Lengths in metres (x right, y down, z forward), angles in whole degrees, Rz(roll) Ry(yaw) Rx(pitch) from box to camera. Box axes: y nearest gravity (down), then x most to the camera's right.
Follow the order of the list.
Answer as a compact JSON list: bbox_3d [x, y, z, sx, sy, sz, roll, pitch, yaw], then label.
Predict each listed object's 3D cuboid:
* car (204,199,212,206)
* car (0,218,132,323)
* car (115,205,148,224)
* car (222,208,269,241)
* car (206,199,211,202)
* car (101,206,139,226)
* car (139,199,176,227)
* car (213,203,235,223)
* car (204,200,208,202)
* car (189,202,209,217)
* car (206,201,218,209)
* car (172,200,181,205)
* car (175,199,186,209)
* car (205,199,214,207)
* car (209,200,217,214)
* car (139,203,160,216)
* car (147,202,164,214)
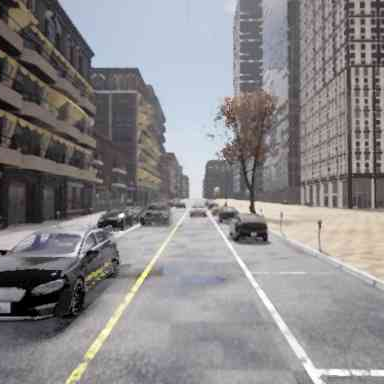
[{"bbox_3d":[4.051,2.582,84.770,1.967,1.590,4.097,1,-1,1],"label":"car"},{"bbox_3d":[-2.994,1.591,7.688,2.128,1.511,4.902,0,-1,1],"label":"car"},{"bbox_3d":[-5.228,1.933,29.221,2.008,1.369,4.403,1,-1,1],"label":"car"},{"bbox_3d":[2.972,1.792,17.947,2.008,1.369,4.403,1,-1,1],"label":"car"},{"bbox_3d":[3.600,2.314,56.927,2.008,1.369,4.403,1,-1,1],"label":"car"},{"bbox_3d":[-5.318,1.874,23.652,1.947,1.339,4.313,1,-1,1],"label":"car"},{"bbox_3d":[-2.703,1.693,25.970,2.097,1.767,4.553,0,-1,1],"label":"car"},{"bbox_3d":[3.151,1.940,29.084,2.008,1.369,4.403,1,-1,1],"label":"car"},{"bbox_3d":[0.852,2.188,48.050,2.033,1.411,5.357,0,-1,1],"label":"car"},{"bbox_3d":[0.690,2.105,37.865,1.895,1.301,4.718,0,-1,1],"label":"car"},{"bbox_3d":[3.690,2.390,62.494,2.008,1.369,4.403,1,-1,1],"label":"car"},{"bbox_3d":[-4.240,2.763,90.473,2.008,1.369,4.403,1,-1,1],"label":"car"},{"bbox_3d":[-2.072,2.421,61.578,1.895,1.301,4.718,0,-1,2],"label":"car"},{"bbox_3d":[3.871,2.430,73.632,1.967,1.590,4.097,1,-1,1],"label":"car"},{"bbox_3d":[3.334,2.065,40.392,1.752,1.417,4.829,1,-1,1],"label":"car"},{"bbox_3d":[-5.049,2.097,40.357,1.947,1.339,4.313,1,-1,1],"label":"car"},{"bbox_3d":[-4.961,2.129,45.756,1.752,1.417,4.829,1,-1,1],"label":"car"}]
